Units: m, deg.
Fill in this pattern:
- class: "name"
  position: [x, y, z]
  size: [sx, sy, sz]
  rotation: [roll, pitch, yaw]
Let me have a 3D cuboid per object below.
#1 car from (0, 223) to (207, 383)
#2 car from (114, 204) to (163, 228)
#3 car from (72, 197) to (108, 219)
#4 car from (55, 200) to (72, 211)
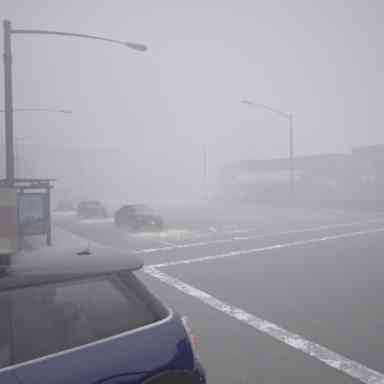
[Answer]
- class: "car"
  position: [-2.136, 1.345, 2.354]
  size: [4.553, 1.767, 2.097]
  rotation: [0, 0, -35]
- class: "car"
  position: [-3.567, 1.526, 21.411]
  size: [1.812, 1.442, 4.674]
  rotation: [-1, 1, -33]
- class: "car"
  position: [-9.055, 1.500, 29.917]
  size: [1.837, 1.490, 4.892]
  rotation: [-1, 1, -32]
- class: "car"
  position: [-15.701, 1.585, 40.930]
  size: [1.895, 1.301, 4.718]
  rotation: [-1, 1, -25]
